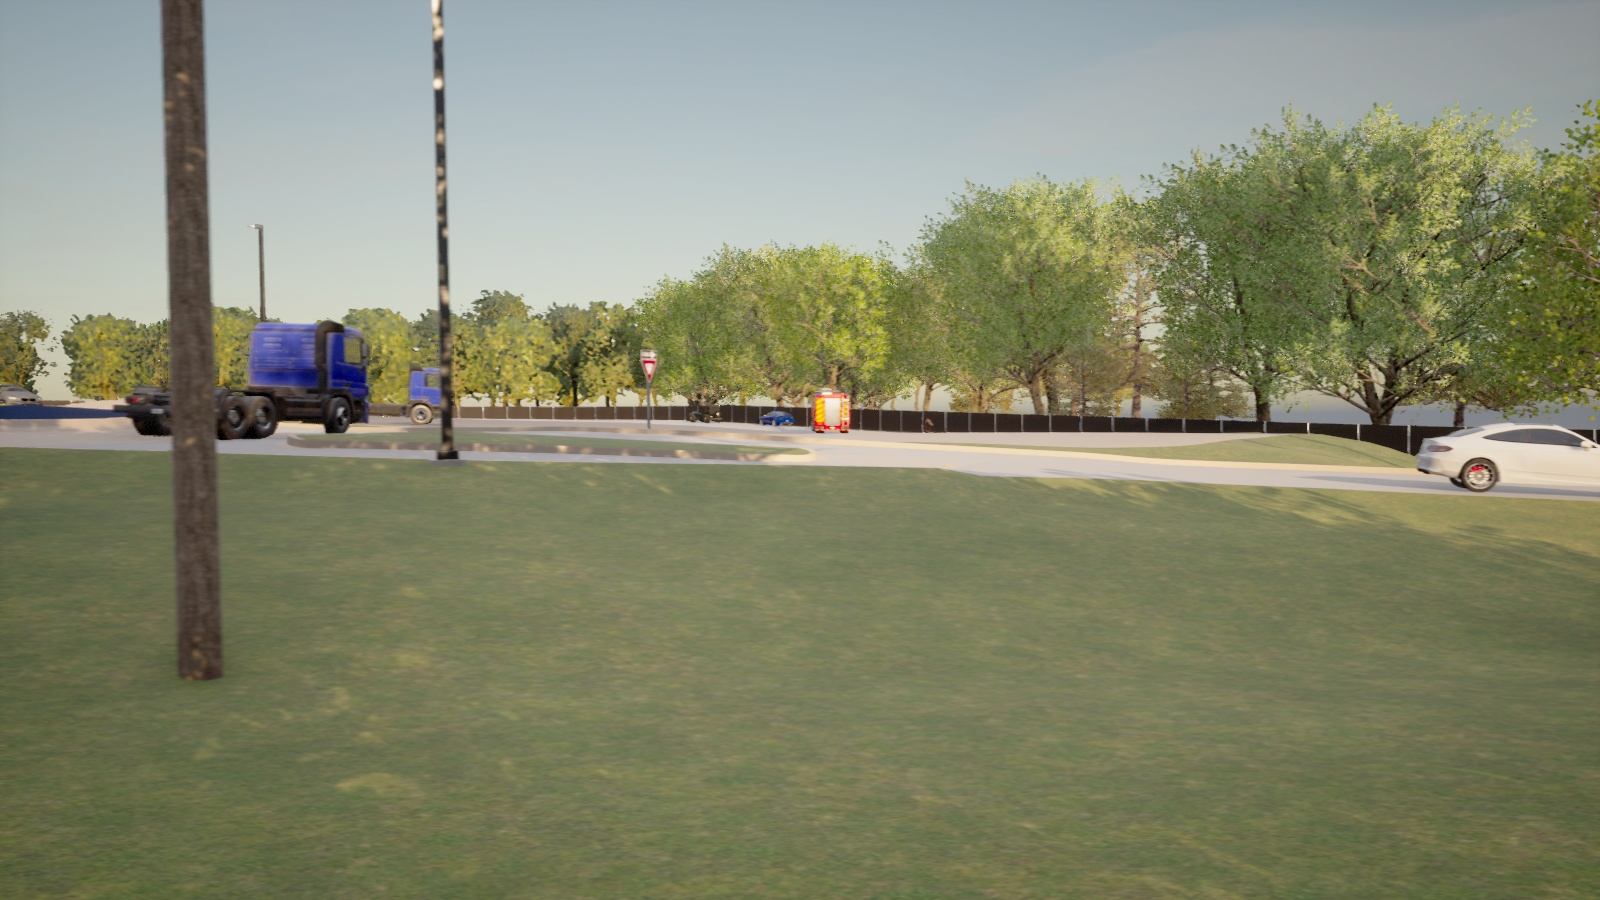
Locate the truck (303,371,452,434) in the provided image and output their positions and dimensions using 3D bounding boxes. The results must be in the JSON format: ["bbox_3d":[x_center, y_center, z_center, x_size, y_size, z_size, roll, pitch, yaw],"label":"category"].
[{"bbox_3d":[-24.456,-2.741,73.129,7.936,3.462,2.891,1,2,-13],"label":"truck"}]

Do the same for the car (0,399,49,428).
[{"bbox_3d":[-47.345,-2.163,74.844,4.611,1.667,2.242,1,1,26],"label":"car"}]

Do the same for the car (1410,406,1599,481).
[{"bbox_3d":[15.282,-0.154,25.858,4.674,1.442,1.812,1,2,19],"label":"car"}]

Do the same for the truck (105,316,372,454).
[{"bbox_3d":[-15.609,-1.774,35.761,2.891,3.462,7.936,1,2,11],"label":"truck"}]
